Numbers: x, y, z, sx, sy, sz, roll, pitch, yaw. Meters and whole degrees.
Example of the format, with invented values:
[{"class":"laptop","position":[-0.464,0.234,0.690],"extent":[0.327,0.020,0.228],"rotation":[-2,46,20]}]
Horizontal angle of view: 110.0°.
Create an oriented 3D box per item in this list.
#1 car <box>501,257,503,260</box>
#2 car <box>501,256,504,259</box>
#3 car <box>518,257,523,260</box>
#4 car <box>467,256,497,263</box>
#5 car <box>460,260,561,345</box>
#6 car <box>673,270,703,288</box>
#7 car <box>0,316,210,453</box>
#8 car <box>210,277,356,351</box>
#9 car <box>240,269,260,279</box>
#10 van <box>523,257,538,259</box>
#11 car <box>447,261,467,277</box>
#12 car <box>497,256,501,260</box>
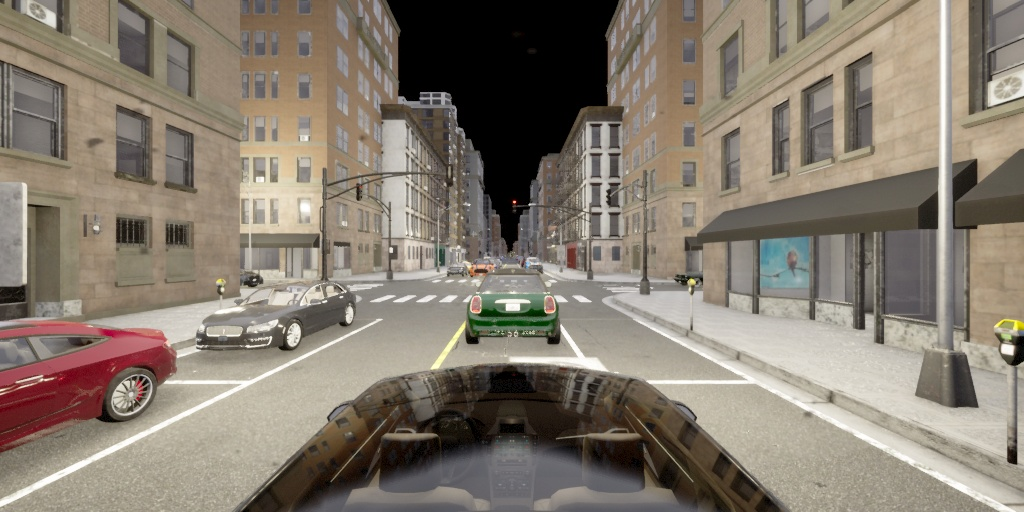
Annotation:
[{"class":"car","position":[-2.829,1.248,54.758],"extent":[1.837,1.490,4.892],"rotation":[0,0,0]},{"class":"car","position":[-2.810,1.267,65.034],"extent":[1.812,1.442,4.674],"rotation":[0,0,1]},{"class":"car","position":[2.639,1.056,62.769],"extent":[2.192,1.841,5.009],"rotation":[0,0,0]},{"class":"car","position":[-2.824,1.098,34.676],"extent":[2.097,1.767,4.553],"rotation":[0,0,0]},{"class":"car","position":[0.040,1.102,9.703],"extent":[2.097,1.767,4.553],"rotation":[0,0,1]},{"class":"car","position":[13.495,1.431,24.097],"extent":[4.718,1.301,1.895],"rotation":[0,0,0]},{"class":"car","position":[-5.389,1.332,3.179],"extent":[1.802,1.307,4.207],"rotation":[0,0,0]},{"class":"car","position":[-5.389,1.300,8.860],"extent":[2.007,1.370,4.403],"rotation":[0,0,0]},{"class":"car","position":[-17.145,1.223,21.094],"extent":[4.181,1.385,1.994],"rotation":[0,0,0]},{"class":"van","position":[2.636,1.085,46.550],"extent":[1.690,1.789,3.998],"rotation":[0,0,0]},{"class":"car","position":[-5.394,1.296,35.736],"extent":[2.007,1.370,4.403],"rotation":[0,0,0]},{"class":"car","position":[-2.842,1.096,44.599],"extent":[2.097,1.767,4.553],"rotation":[0,0,-1]}]
